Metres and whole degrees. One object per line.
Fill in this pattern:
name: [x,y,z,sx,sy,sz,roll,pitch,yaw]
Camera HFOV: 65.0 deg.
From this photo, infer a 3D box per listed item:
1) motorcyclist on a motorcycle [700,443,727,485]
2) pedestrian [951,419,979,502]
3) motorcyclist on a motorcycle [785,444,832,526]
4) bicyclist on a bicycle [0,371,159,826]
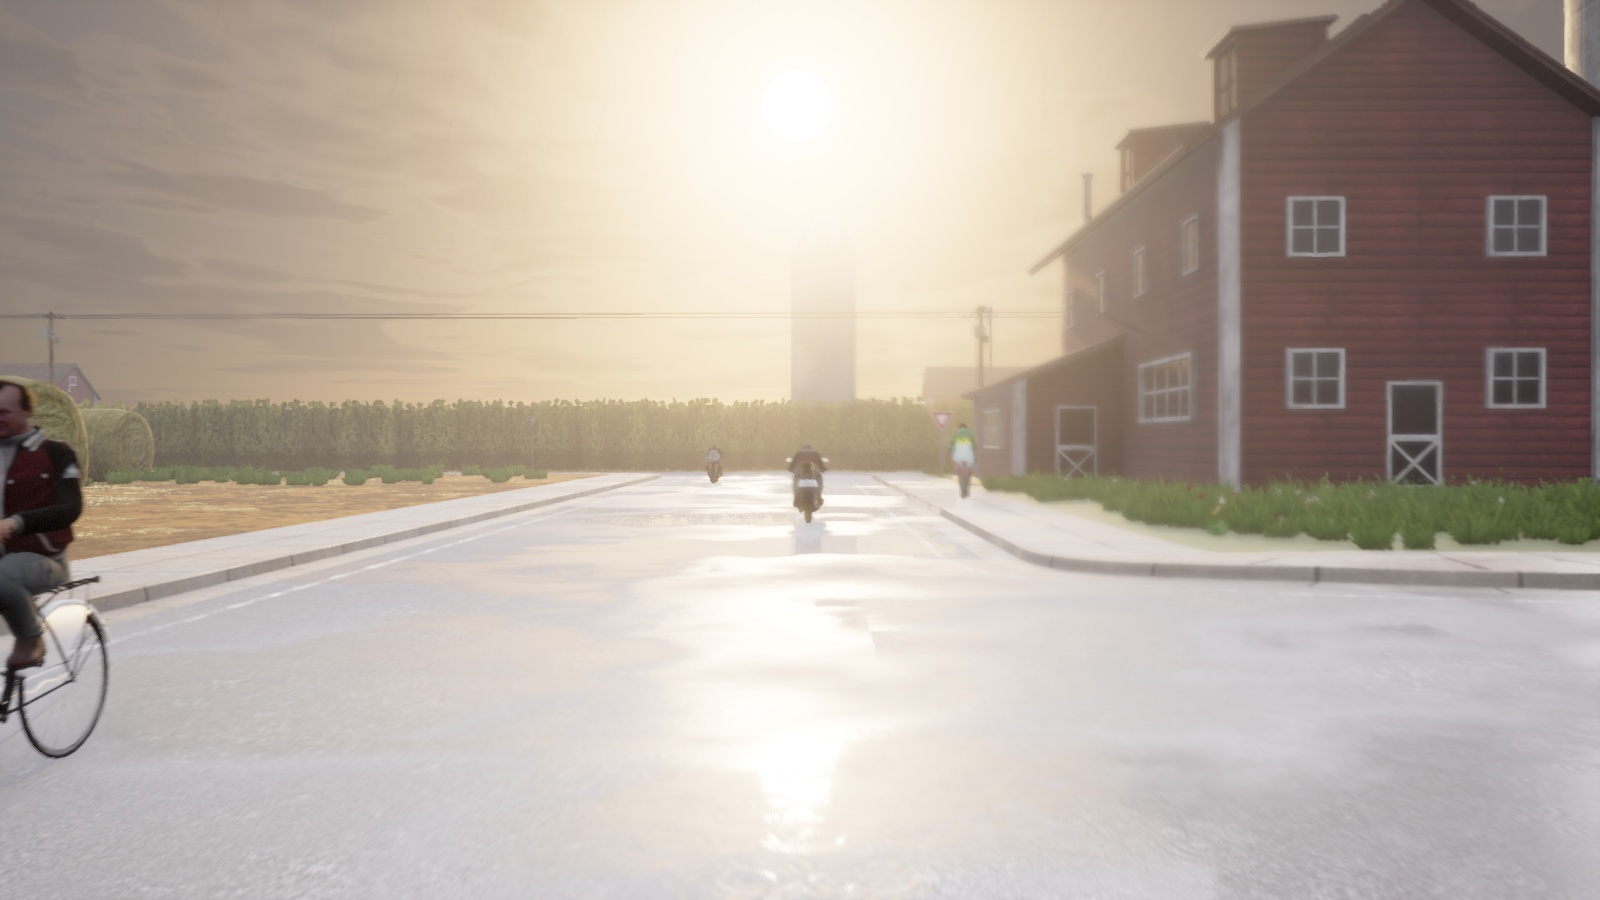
motorcyclist on a motorcycle: [-3.218,0.522,47.000,0.866,1.530,2.191,0,0,0]
pedestrian: [3.973,0.247,30.229,0.659,1.952,0.873,0,0,9]
motorcyclist on a motorcycle: [0.159,0.648,24.576,0.866,1.530,2.191,0,0,0]
bicyclist on a bicycle: [-3.457,0.578,5.170,0.659,1.776,1.843,0,1,0]
